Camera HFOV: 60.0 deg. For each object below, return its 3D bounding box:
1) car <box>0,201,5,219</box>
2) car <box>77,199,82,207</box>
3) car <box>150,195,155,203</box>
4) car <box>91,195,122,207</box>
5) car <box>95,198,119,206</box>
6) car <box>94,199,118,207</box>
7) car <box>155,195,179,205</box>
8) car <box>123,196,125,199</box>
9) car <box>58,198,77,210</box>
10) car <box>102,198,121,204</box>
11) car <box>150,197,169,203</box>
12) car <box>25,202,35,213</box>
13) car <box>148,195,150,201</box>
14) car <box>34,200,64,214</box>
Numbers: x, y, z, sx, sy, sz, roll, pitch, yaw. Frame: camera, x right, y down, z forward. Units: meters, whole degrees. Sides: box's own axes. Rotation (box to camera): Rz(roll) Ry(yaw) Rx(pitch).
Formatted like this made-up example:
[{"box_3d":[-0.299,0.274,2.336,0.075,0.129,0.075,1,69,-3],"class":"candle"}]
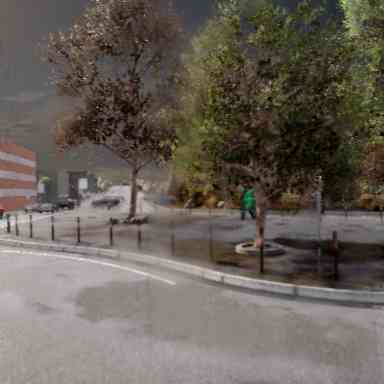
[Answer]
[{"box_3d":[-21.667,1.944,34.917,2.150,2.045,5.566,-1,-1,-10],"class":"car"},{"box_3d":[-24.268,2.303,69.425,2.128,1.511,4.902,-1,0,-10],"class":"car"},{"box_3d":[-5.638,1.701,72.256,5.566,2.045,2.435,-1,0,-11],"class":"car"},{"box_3d":[-17.432,1.942,66.950,5.566,2.045,2.435,-1,0,-11],"class":"car"},{"box_3d":[-18.447,2.244,72.509,5.008,1.535,2.097,-1,0,-11],"class":"car"},{"box_3d":[-17.921,2.258,69.730,4.674,1.452,2.002,-1,0,-11],"class":"car"},{"box_3d":[-4.604,1.766,66.568,4.553,1.767,2.185,-1,0,-11],"class":"car"},{"box_3d":[-21.907,2.396,91.983,5.366,1.575,1.946,-1,0,-11],"class":"car"},{"box_3d":[-22.466,2.091,59.201,2.150,2.045,5.566,-1,0,-10],"class":"car"},{"box_3d":[-21.570,2.421,89.172,4.674,1.452,2.002,-1,0,-11],"class":"car"},{"box_3d":[-8.682,2.119,88.794,4.792,1.488,2.163,-1,0,-11],"class":"car"},{"box_3d":[-24.543,2.373,51.917,2.128,1.511,4.902,-1,0,-9],"class":"car"},{"box_3d":[-7.674,2.045,83.237,5.008,1.535,2.097,-1,0,-11],"class":"car"},{"box_3d":[-20.321,2.308,47.487,2.033,1.411,5.357,-1,0,-10],"class":"car"}]
